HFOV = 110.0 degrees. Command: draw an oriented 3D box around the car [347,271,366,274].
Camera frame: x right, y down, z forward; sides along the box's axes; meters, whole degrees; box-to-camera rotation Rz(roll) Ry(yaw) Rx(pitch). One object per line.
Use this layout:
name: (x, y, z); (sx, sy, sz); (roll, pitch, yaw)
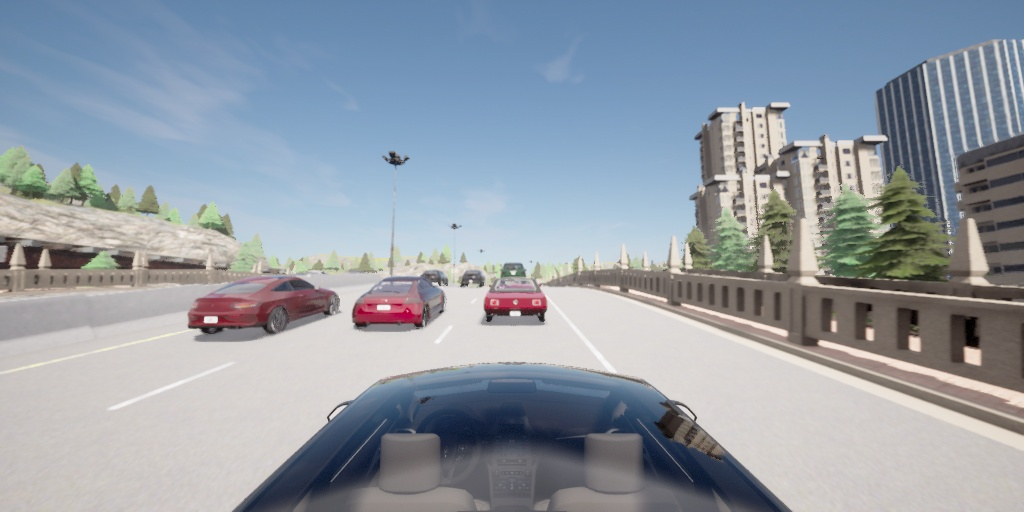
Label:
car: (-14.088, 2.041, 31.903); (1.812, 1.442, 4.674); (0, -4, 0)

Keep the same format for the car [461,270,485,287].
car: (-3.392, 2.028, 32.037); (1.837, 1.490, 4.892); (0, -4, 0)

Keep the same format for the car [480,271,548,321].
car: (0.103, 1.379, 12.540); (1.895, 1.301, 4.718); (0, 0, 0)

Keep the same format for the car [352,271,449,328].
car: (-3.397, 1.338, 11.500); (1.994, 1.385, 4.181); (0, 0, 0)

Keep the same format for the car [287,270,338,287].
car: (-17.587, 2.042, 31.908); (1.812, 1.442, 4.674); (0, -4, 0)

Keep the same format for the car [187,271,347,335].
car: (-6.897, 1.298, 10.514); (1.812, 1.442, 4.674); (0, 0, 0)

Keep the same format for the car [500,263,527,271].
car: (0.107, 1.690, 31.282); (2.150, 2.045, 5.566); (0, -4, 0)
